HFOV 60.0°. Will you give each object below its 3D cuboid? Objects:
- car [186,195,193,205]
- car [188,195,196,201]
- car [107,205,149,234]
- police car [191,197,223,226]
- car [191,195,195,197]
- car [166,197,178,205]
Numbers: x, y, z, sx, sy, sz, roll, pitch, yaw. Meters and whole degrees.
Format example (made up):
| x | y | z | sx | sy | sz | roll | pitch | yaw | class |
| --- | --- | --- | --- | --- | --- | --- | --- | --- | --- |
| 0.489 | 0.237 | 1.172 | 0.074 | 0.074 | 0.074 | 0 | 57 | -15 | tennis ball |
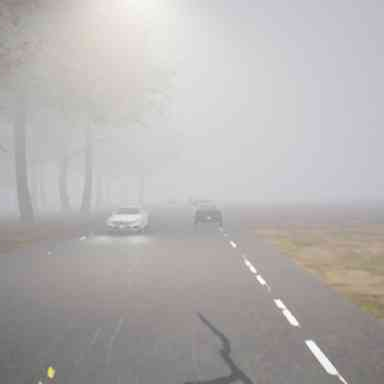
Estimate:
| x | y | z | sx | sy | sz | roll | pitch | yaw | class |
| --- | --- | --- | --- | --- | --- | --- | --- | --- | --- |
| 0.014 | 1.520 | 57.981 | 2.033 | 1.411 | 5.357 | 0 | 0 | 0 | car |
| 0.019 | 1.374 | 78.522 | 1.882 | 1.535 | 5.008 | 0 | 0 | 0 | car |
| -3.593 | 1.498 | 19.361 | 1.812 | 1.442 | 4.674 | 0 | 0 | 0 | car |
| 1.055 | 1.394 | 23.231 | 1.930 | 1.638 | 5.238 | 0 | 0 | 0 | police car |
| 1.059 | 1.469 | 39.126 | 1.837 | 1.490 | 4.892 | 0 | 0 | 0 | car |
| -3.526 | 1.539 | 59.909 | 1.994 | 1.385 | 4.181 | 0 | 0 | 1 | car |
